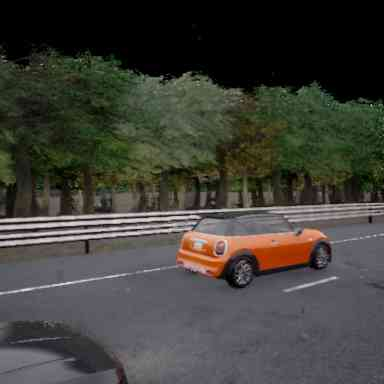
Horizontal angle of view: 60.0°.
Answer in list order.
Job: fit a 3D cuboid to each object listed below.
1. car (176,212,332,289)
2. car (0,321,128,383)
[{"bbox_3d":[1.888,1.334,9.361,4.553,1.767,2.097,0,0,-35],"label":"car"},{"bbox_3d":[-2.729,1.503,1.813,4.892,1.490,1.837,0,0,-35],"label":"car"}]
